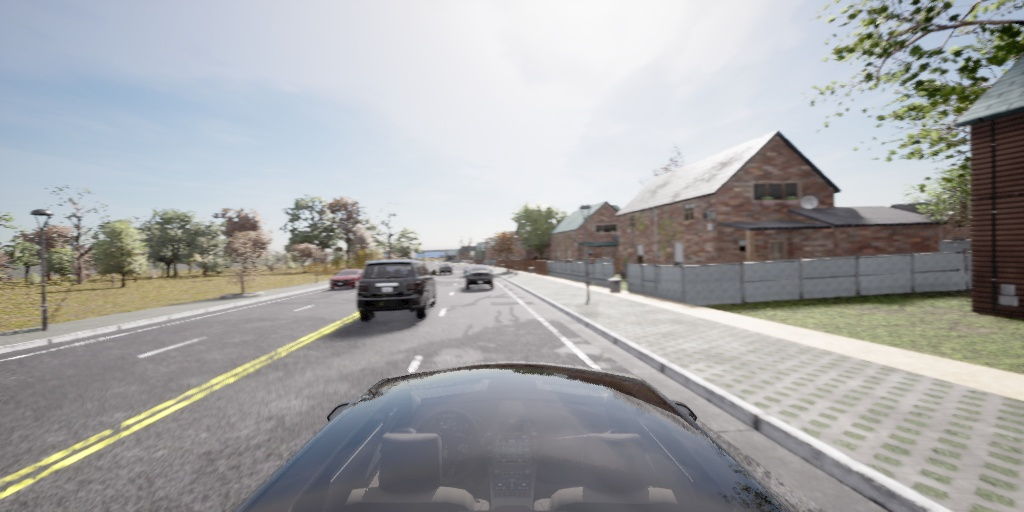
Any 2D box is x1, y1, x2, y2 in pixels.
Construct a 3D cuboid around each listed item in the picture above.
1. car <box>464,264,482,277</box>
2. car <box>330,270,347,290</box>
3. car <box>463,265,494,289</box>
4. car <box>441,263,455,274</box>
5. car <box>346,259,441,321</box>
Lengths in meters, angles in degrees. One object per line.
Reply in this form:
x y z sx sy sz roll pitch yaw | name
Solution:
-4.513 1.651 41.173 1.895 1.301 4.718 -2 0 -8 | car
-12.752 1.765 28.409 1.882 1.535 5.008 -2 0 -7 | car
-2.275 1.416 24.832 1.837 1.490 4.892 -2 -1 -7 | car
-8.862 1.733 48.376 1.837 1.490 4.892 -2 0 -9 | car
-4.184 1.158 13.771 2.150 2.045 5.566 -2 0 -7 | car
